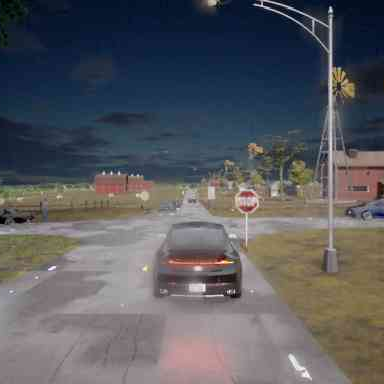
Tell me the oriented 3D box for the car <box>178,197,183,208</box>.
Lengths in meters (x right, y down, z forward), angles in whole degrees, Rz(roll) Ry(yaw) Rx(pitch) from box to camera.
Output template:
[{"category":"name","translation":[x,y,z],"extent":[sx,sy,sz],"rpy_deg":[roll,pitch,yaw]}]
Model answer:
[{"category":"car","translation":[-2.781,1.711,50.226],"extent":[1.994,1.385,4.181],"rpy_deg":[0,-1,-1]}]

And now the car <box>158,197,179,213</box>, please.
[{"category":"car","translation":[-2.801,1.635,38.147],"extent":[1.994,1.385,4.181],"rpy_deg":[0,0,0]}]

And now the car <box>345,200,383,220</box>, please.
[{"category":"car","translation":[13.508,1.267,24.344],"extent":[4.181,1.385,1.994],"rpy_deg":[-1,1,-2]}]

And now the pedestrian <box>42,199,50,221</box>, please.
[{"category":"pedestrian","translation":[-12.120,1.465,27.530],"extent":[0.375,1.860,0.375],"rpy_deg":[0,2,0]}]

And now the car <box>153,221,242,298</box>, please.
[{"category":"car","translation":[0.139,1.507,8.506],"extent":[1.837,1.490,4.892],"rpy_deg":[0,0,1]}]

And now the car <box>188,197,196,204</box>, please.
[{"category":"car","translation":[0.099,1.999,78.923],"extent":[1.812,1.442,4.674],"rpy_deg":[0,-1,0]}]

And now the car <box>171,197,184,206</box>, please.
[{"category":"car","translation":[-2.731,1.762,63.118],"extent":[2.128,1.511,4.902],"rpy_deg":[0,-1,1]}]

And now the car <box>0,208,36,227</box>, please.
[{"category":"car","translation":[-14.106,1.840,24.256],"extent":[4.718,1.301,1.895],"rpy_deg":[-1,1,1]}]
